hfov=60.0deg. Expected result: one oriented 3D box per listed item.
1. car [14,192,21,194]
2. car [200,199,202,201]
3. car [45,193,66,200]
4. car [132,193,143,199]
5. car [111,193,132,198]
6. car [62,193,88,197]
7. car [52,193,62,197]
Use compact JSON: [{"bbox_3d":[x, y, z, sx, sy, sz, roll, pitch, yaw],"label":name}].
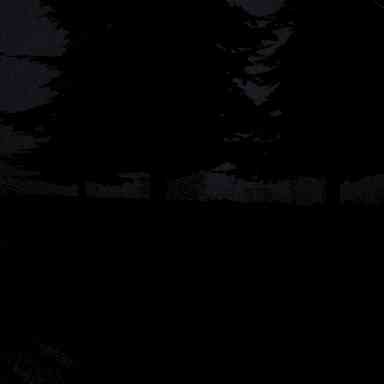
[{"bbox_3d":[-43.612,1.039,84.285,3.866,1.878,1.905,0,0,-33],"label":"car"},{"bbox_3d":[0.079,1.488,64.288,3.633,1.501,1.845,0,0,-33],"label":"car"},{"bbox_3d":[-35.232,1.098,85.860,4.605,1.855,1.932,0,0,-33],"label":"car"},{"bbox_3d":[-11.953,1.171,82.095,3.866,1.878,1.905,0,0,-33],"label":"car"},{"bbox_3d":[-18.982,1.236,92.786,5.027,1.636,2.152,0,0,-33],"label":"car"},{"bbox_3d":[-23.531,1.337,66.686,3.633,1.501,1.845,0,0,-33],"label":"car"},{"bbox_3d":[-28.985,1.307,75.060,4.514,1.523,2.007,0,0,-33],"label":"car"}]
